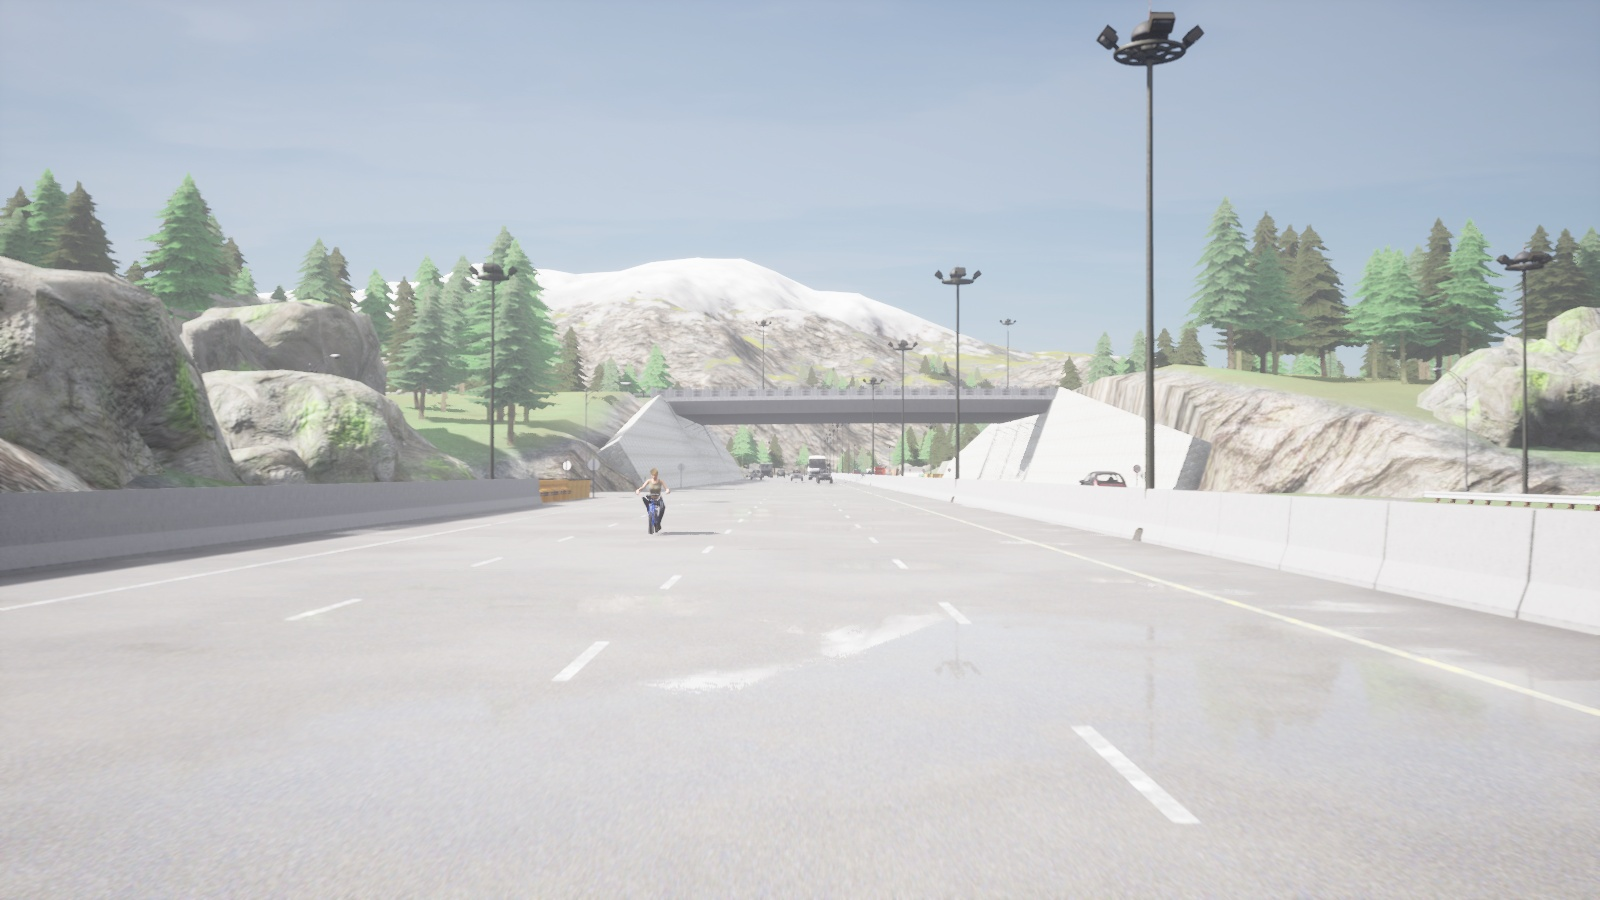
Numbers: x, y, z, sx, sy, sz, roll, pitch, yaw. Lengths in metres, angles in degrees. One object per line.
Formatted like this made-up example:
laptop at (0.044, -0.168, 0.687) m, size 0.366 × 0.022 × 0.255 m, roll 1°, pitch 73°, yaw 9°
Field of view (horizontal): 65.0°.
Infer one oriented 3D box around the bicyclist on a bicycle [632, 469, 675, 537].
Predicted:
bicyclist on a bicycle at (-3.553, 1.277, 30.585) m, size 0.866 × 1.612 × 1.509 m, roll 0°, pitch -1°, yaw 1°

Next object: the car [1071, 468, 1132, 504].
car at (13.859, 1.627, 57.895) m, size 1.851 × 1.617 × 3.988 m, roll 0°, pitch -1°, yaw 0°
